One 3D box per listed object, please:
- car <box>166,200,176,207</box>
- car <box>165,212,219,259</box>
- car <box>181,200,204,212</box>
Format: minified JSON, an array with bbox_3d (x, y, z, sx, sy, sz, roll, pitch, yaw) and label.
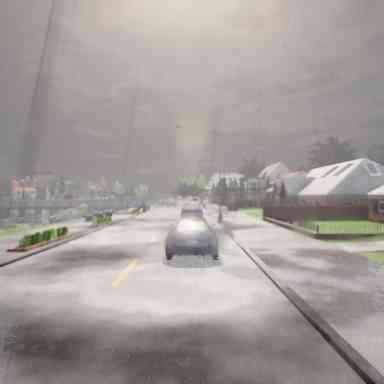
[{"bbox_3d":[-4.040,2.260,65.008,2.033,1.411,5.357,0,-1,0],"label":"car"},{"bbox_3d":[0.012,1.712,13.354,1.994,1.385,4.181,0,-1,0],"label":"car"},{"bbox_3d":[0.012,1.799,29.229,1.882,1.535,5.008,0,0,0],"label":"car"}]
